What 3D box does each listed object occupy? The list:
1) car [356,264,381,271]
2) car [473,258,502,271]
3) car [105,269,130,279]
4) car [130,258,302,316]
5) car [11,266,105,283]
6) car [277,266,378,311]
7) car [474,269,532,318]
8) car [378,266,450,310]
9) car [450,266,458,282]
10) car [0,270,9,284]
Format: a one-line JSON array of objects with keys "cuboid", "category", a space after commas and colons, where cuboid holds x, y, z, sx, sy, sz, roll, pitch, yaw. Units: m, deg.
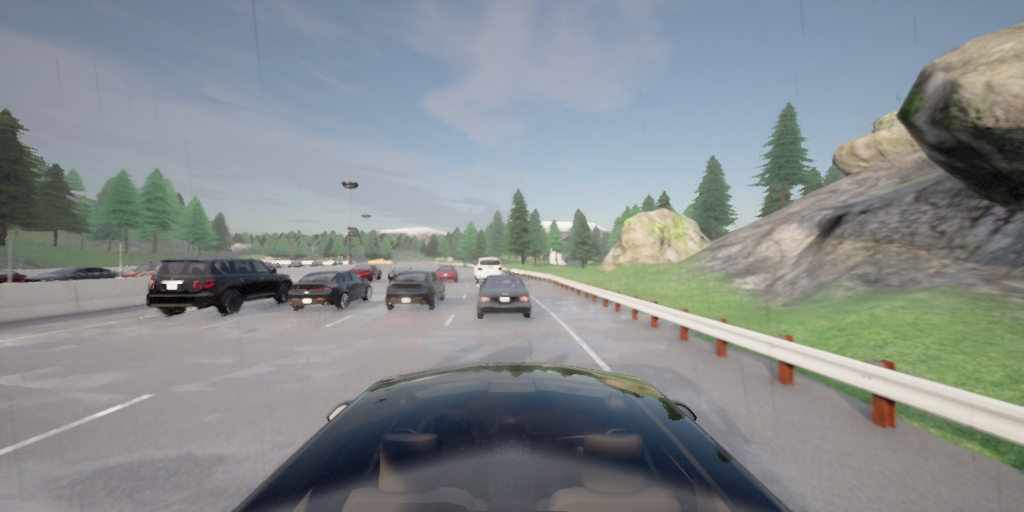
[{"cuboid": [-12.799, 1.454, 31.541, 1.882, 1.535, 5.008, 0, 0, -8], "category": "car"}, {"cuboid": [-2.059, 1.175, 30.611, 2.150, 2.045, 5.566, 0, 0, -8], "category": "car"}, {"cuboid": [-26.296, 1.318, 26.355, 2.097, 1.767, 4.553, 0, -1, -8], "category": "car"}, {"cuboid": [-10.912, 1.076, 14.016, 2.150, 2.045, 5.566, 0, 0, -4], "category": "car"}, {"cuboid": [-29.736, 1.461, 24.346, 1.837, 1.490, 4.892, 1, -1, -6], "category": "car"}, {"cuboid": [-7.492, 1.362, 15.245, 1.837, 1.490, 4.892, 0, 0, -4], "category": "car"}, {"cuboid": [-0.352, 1.379, 13.380, 2.033, 1.411, 5.357, 0, 0, -3], "category": "car"}, {"cuboid": [-3.996, 1.357, 15.411, 1.837, 1.490, 4.892, 0, 0, -4], "category": "car"}, {"cuboid": [-5.709, 1.529, 31.384, 1.994, 1.385, 4.181, 0, 0, -8], "category": "car"}, {"cuboid": [-32.324, 1.545, 21.868, 1.895, 1.301, 4.718, 0, 0, -5], "category": "car"}]
